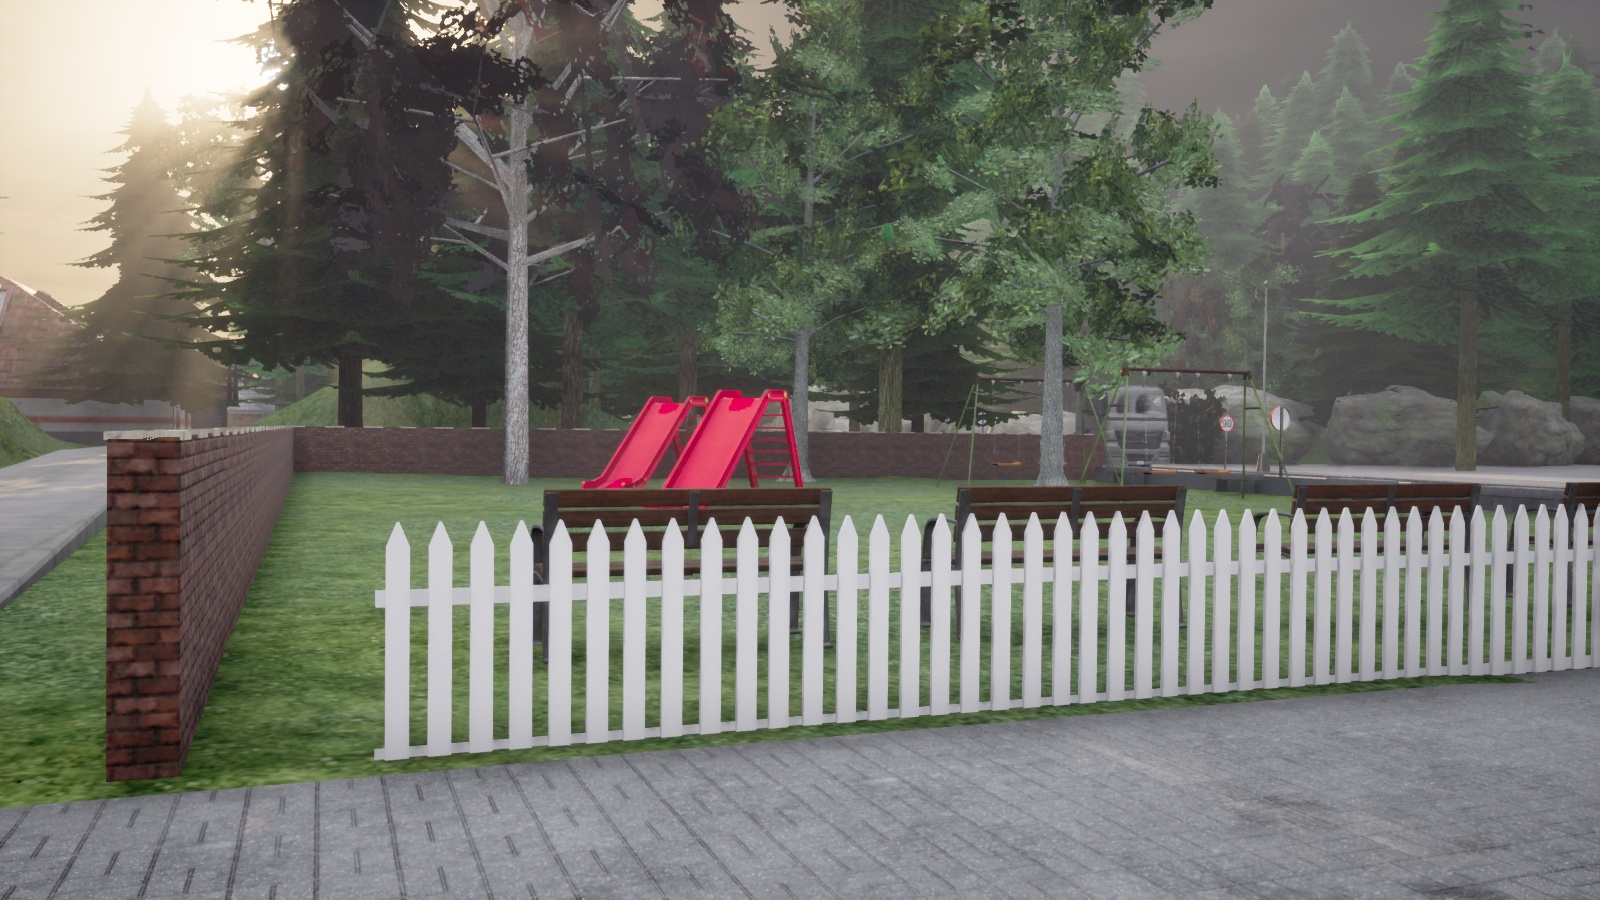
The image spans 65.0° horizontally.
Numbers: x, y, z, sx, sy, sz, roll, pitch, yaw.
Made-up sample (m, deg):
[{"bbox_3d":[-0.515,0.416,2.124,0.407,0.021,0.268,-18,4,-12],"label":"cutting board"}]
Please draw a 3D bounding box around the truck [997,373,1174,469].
[{"bbox_3d":[11.072,-1.112,49.676,2.891,3.462,7.936,-1,1,-21],"label":"truck"}]
